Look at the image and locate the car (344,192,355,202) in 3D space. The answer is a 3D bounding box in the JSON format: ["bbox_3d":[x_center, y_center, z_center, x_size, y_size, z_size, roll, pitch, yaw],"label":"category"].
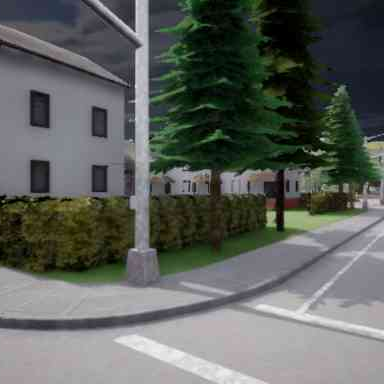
[{"bbox_3d":[29.039,1.013,64.717,3.866,1.878,1.905,0,0,35],"label":"car"}]

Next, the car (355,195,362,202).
[{"bbox_3d":[31.437,1.293,67.100,3.806,1.475,1.970,0,0,35],"label":"car"}]
